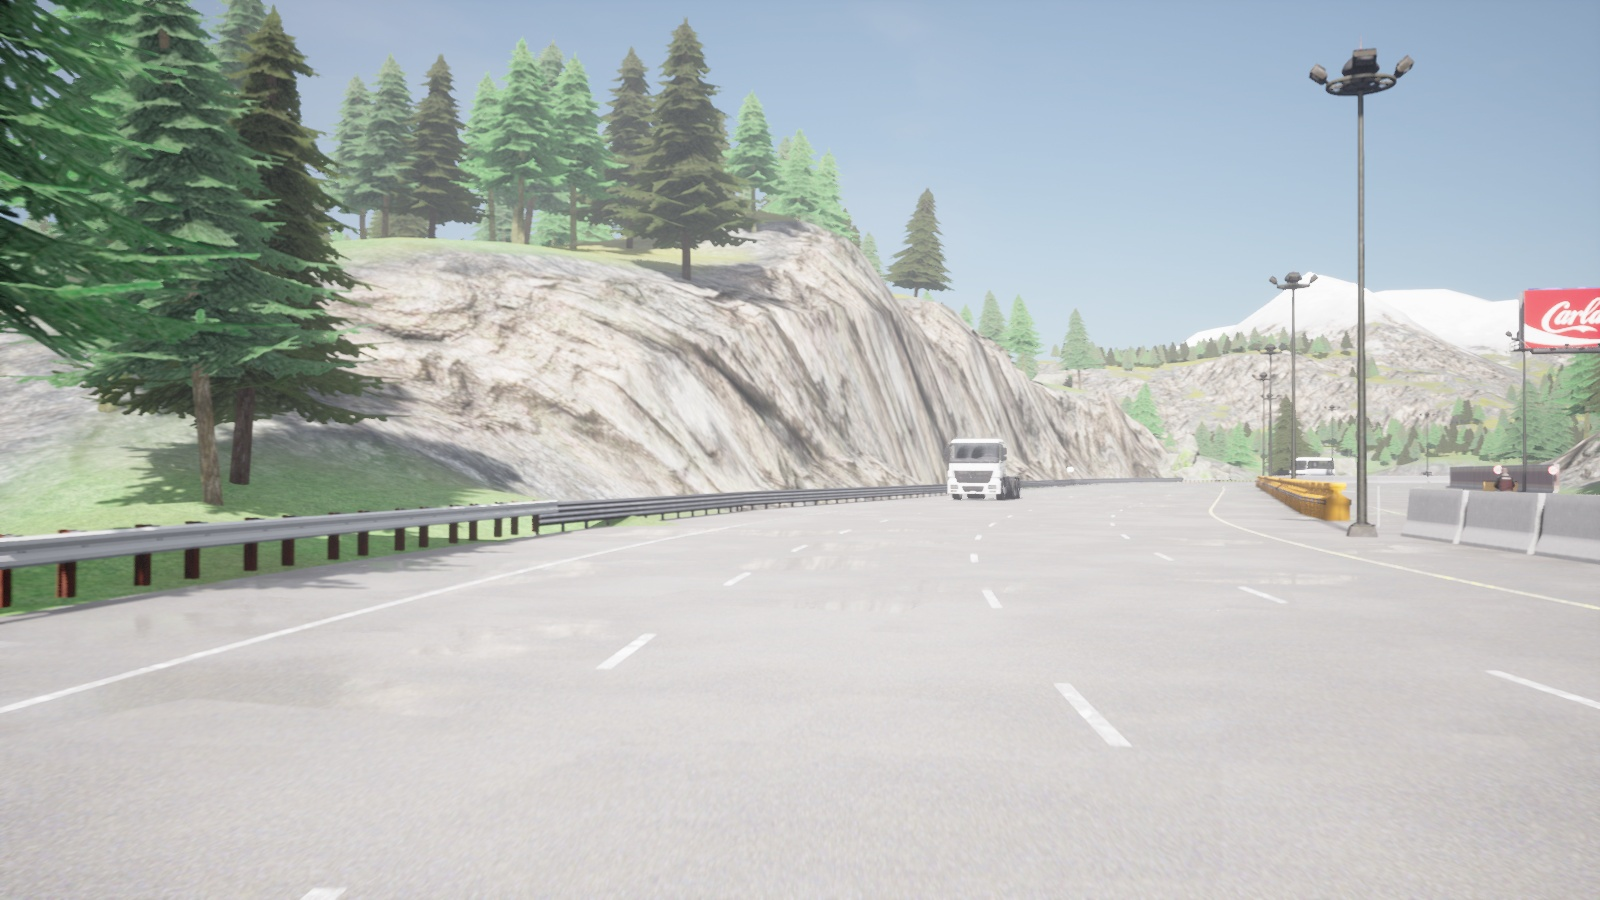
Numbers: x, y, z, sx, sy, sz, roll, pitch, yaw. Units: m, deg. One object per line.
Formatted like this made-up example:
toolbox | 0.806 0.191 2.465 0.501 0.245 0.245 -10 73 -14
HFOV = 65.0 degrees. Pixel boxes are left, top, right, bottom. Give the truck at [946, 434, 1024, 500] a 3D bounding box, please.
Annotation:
truck | 10.542 0.978 70.728 2.891 3.462 7.936 -1 -1 19
